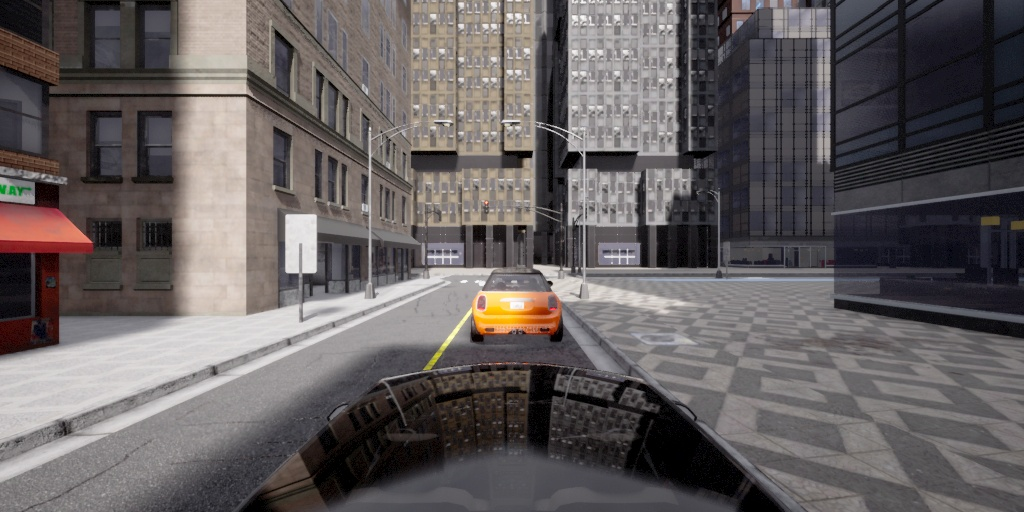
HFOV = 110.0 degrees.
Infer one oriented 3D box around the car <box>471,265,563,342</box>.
[{"bbox_3d":[0.104,1.102,9.967,2.097,1.767,4.553,0,0,0],"label":"car"}]
